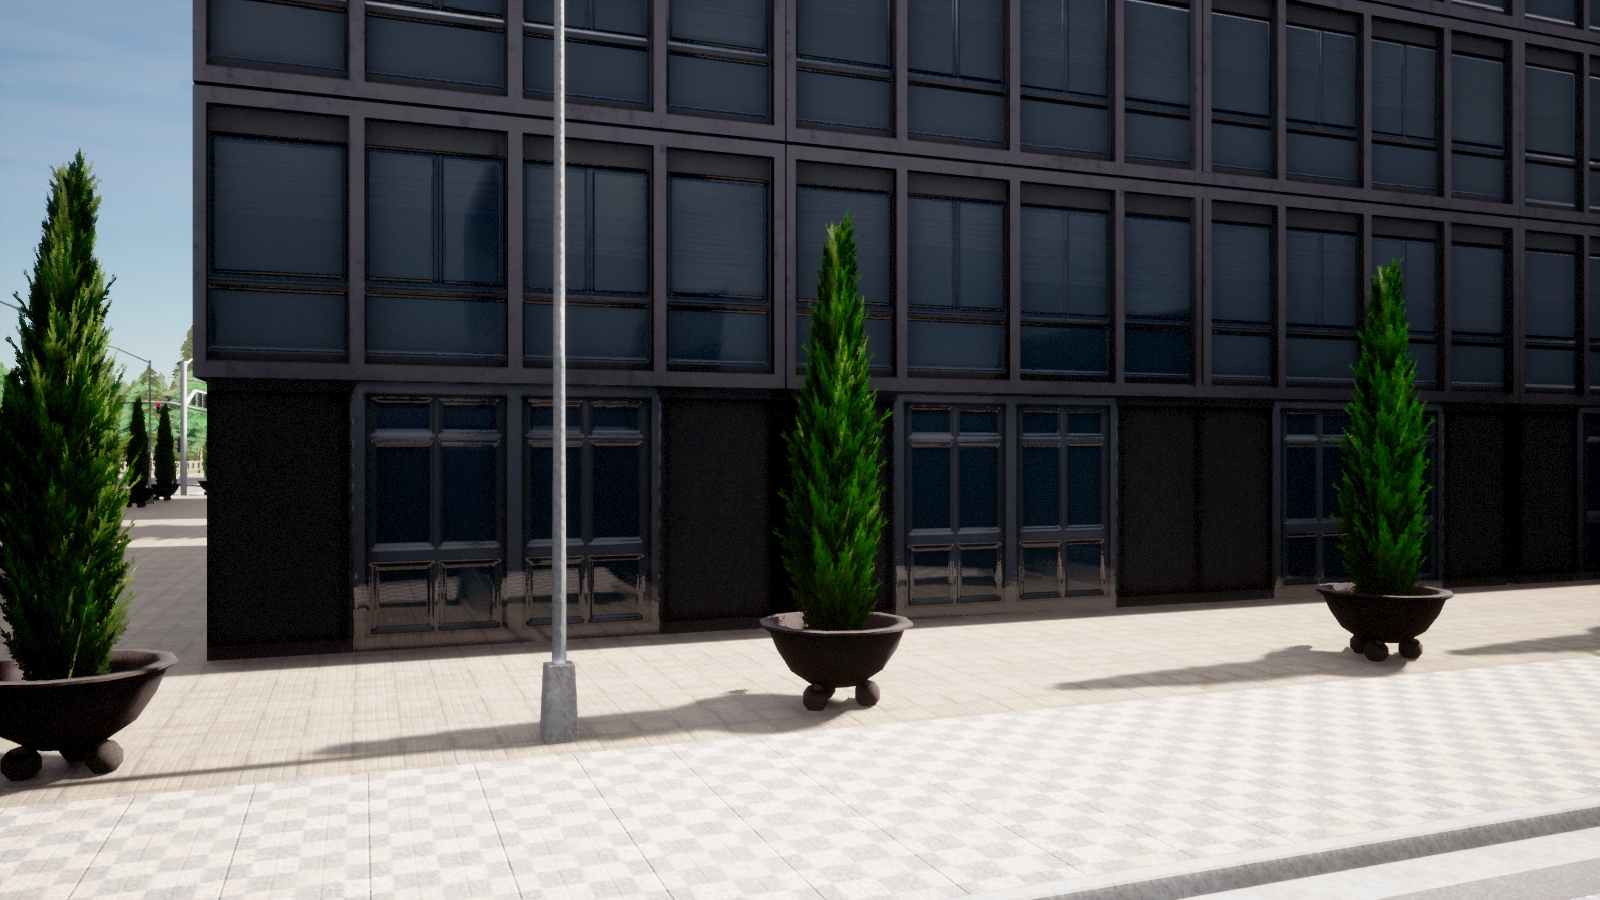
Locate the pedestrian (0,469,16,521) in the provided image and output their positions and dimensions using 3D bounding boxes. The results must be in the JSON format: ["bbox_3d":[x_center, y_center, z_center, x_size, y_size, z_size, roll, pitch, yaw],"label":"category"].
[{"bbox_3d":[-28.695,1.639,41.381,0.375,1.860,0.375,0,0,-16],"label":"pedestrian"}]
